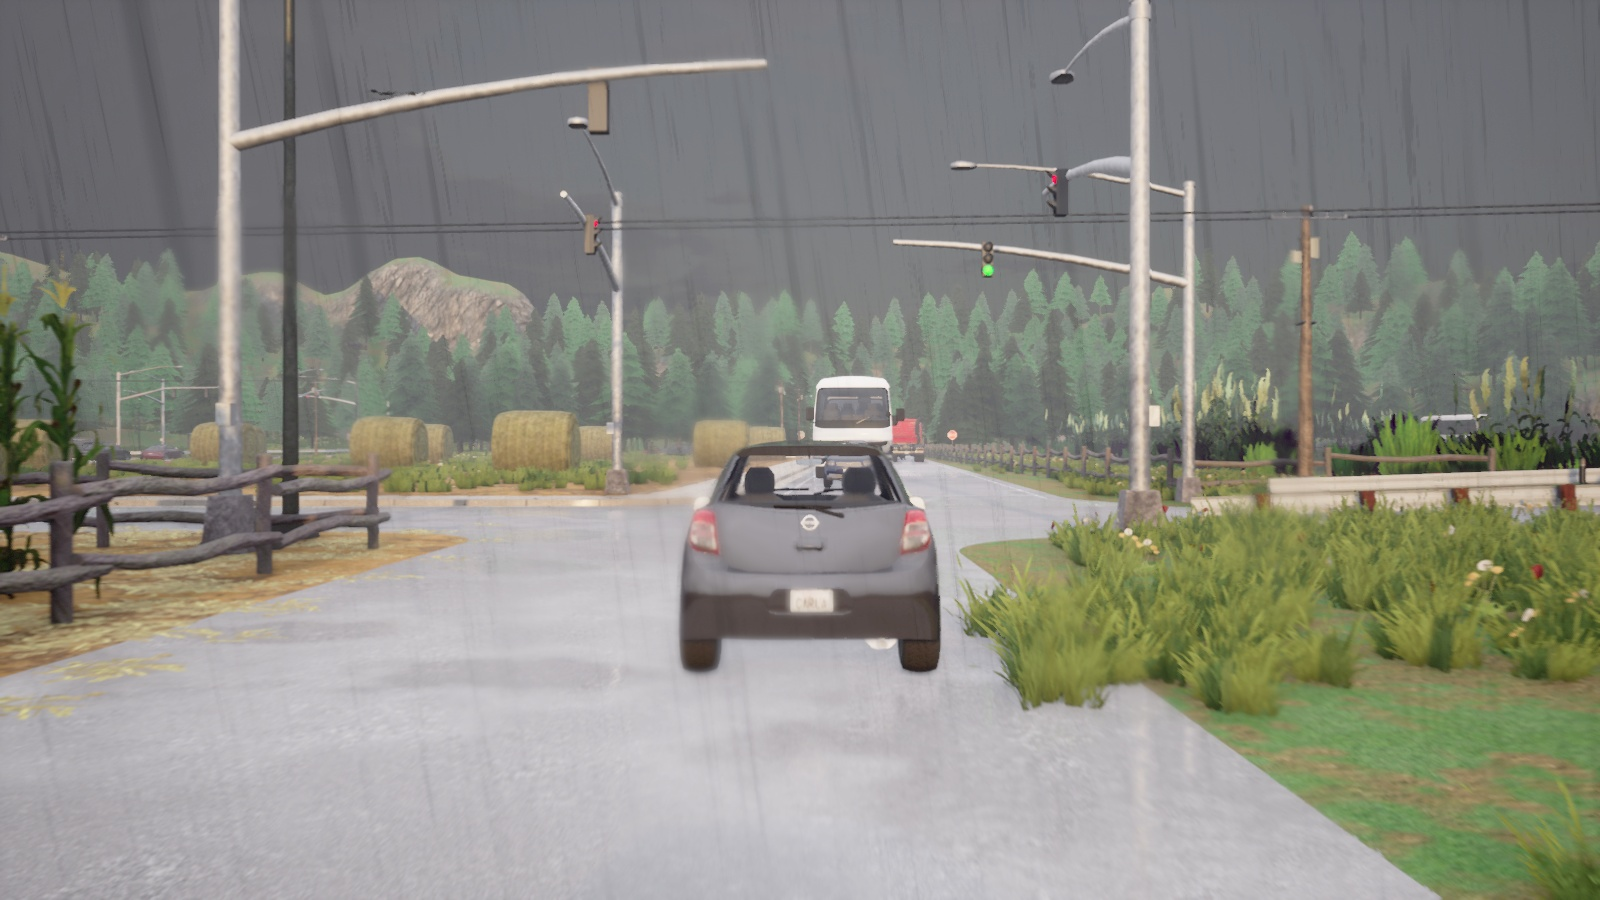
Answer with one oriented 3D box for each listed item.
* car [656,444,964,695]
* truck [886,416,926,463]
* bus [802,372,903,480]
[{"bbox_3d":[0.068,0.708,9.349,1.845,1.501,3.633,0,0,0],"label":"car"},{"bbox_3d":[8.174,-0.813,97.554,2.891,3.462,7.936,0,0,3],"label":"truck"},{"bbox_3d":[2.339,-0.970,54.409,3.944,4.253,10.273,0,0,3],"label":"bus"}]
